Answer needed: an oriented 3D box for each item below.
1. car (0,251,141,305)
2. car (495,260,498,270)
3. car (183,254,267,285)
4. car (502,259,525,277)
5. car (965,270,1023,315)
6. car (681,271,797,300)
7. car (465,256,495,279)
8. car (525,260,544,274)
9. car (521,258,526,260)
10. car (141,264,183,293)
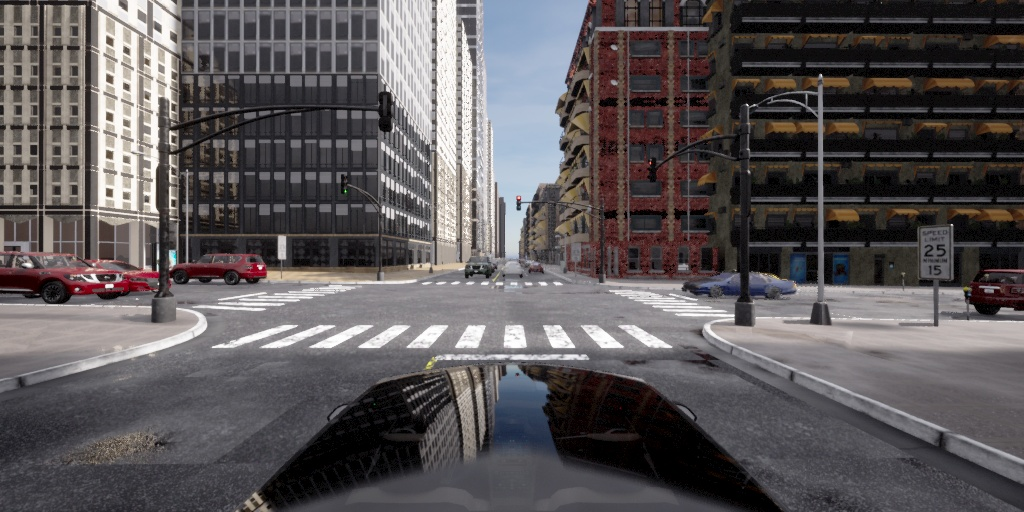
[{"bbox_3d":[-17.567,0.757,13.365,5.009,1.841,2.192,0,0,0],"label":"car"},{"bbox_3d":[-3.063,1.286,43.688,1.812,1.442,4.674,0,0,0],"label":"car"},{"bbox_3d":[-17.695,0.776,21.744,5.009,1.841,2.192,0,0,0],"label":"car"},{"bbox_3d":[0.086,1.281,35.894,1.812,1.442,4.674,0,0,0],"label":"car"},{"bbox_3d":[20.607,1.461,13.703,5.009,1.841,2.192,0,0,0],"label":"car"},{"bbox_3d":[12.180,1.554,19.383,5.357,1.411,2.033,1,0,-1],"label":"car"},{"bbox_3d":[-3.077,0.977,33.614,2.150,2.045,5.566,0,0,0],"label":"car"},{"bbox_3d":[2.770,1.341,41.709,1.802,1.307,4.207,0,0,0],"label":"car"},{"bbox_3d":[2.729,1.317,54.626,2.007,1.370,4.403,0,0,0],"label":"car"},{"bbox_3d":[-18.151,0.916,15.951,5.008,1.535,1.882,1,0,0],"label":"car"}]
